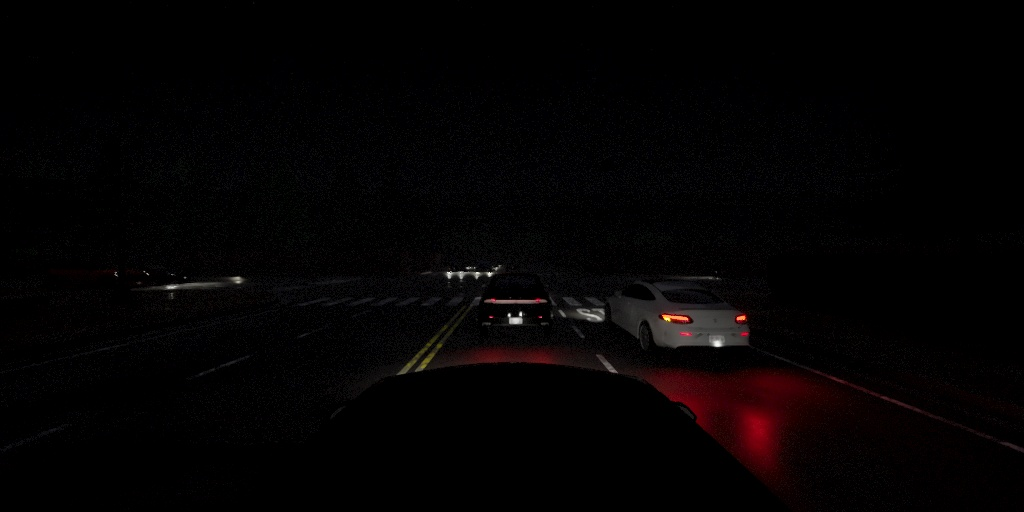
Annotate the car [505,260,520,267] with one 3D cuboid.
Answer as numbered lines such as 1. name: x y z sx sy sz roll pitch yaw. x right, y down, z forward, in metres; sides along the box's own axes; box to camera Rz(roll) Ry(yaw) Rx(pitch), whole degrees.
1. car: 0.092 1.299 48.408 1.812 1.442 4.674 0 0 0

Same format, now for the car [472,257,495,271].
1. car: -3.590 1.250 46.414 1.882 1.535 5.008 0 0 0

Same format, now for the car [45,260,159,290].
1. car: -24.583 1.057 21.436 4.553 1.767 2.097 0 0 -2

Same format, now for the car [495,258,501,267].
1. car: -3.548 1.258 64.735 1.882 1.535 5.008 0 0 0

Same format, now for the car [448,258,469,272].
1. car: -7.089 1.277 46.647 1.837 1.490 4.892 0 0 0

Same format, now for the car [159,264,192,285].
1. car: -25.137 1.232 24.946 4.674 1.442 1.812 0 0 -2

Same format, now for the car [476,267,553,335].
1. car: 0.090 1.247 10.516 2.128 1.511 4.902 0 0 0

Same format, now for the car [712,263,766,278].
1. car: 20.384 1.274 32.306 4.181 1.385 1.994 0 0 0

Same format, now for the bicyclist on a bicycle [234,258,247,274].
1. bicyclist on a bicycle: -27.268 1.012 36.022 0.582 1.620 1.656 0 0 0

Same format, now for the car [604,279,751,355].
1. car: 3.588 1.279 8.567 1.812 1.442 4.674 0 0 0
